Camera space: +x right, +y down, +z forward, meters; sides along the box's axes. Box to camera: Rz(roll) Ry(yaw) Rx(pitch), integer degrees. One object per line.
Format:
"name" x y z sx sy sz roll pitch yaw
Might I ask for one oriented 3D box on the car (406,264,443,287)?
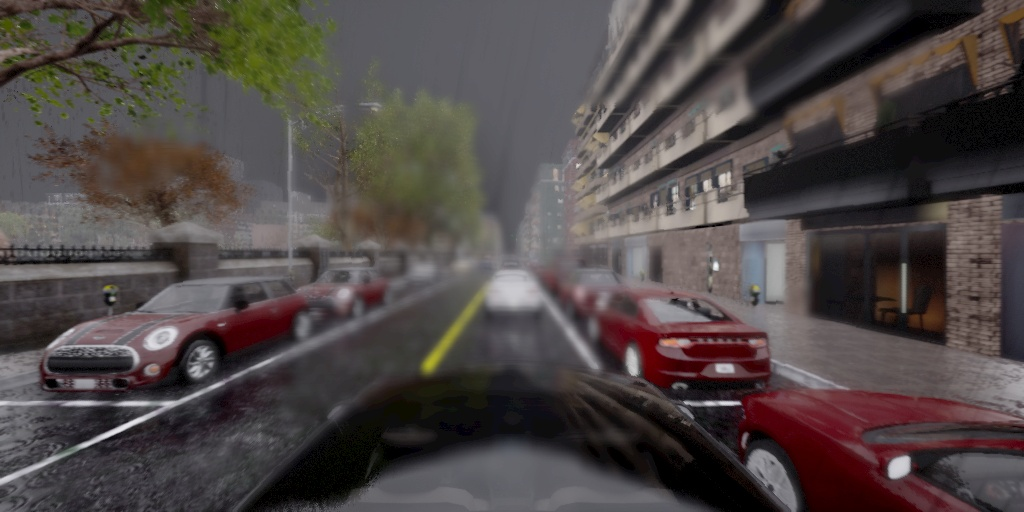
"car" -5.682 1.218 23.658 2.007 1.370 4.403 0 0 0

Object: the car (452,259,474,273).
"car" -5.677 1.134 40.378 1.751 1.417 4.829 0 0 0

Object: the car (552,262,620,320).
"car" 2.695 1.149 12.395 1.967 1.591 4.097 0 0 0

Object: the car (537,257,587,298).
"car" 2.696 1.003 18.025 2.192 1.841 5.009 0 0 0

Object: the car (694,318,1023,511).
"car" 2.691 1.297 1.135 1.888 1.381 4.507 0 0 0

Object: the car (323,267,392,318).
"car" -5.686 1.149 12.396 1.967 1.591 4.097 0 0 0

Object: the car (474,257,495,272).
"car" -3.084 1.145 44.156 2.033 1.411 5.357 0 0 0

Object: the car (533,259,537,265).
"car" 2.698 1.107 23.656 1.967 1.591 4.097 0 0 0

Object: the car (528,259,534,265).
"car" 2.703 1.049 40.546 1.967 1.591 4.097 0 0 0

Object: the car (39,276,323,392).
"car" -5.688 1.170 6.768 1.967 1.591 4.097 0 0 0

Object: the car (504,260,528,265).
"car" 0.080 1.155 28.925 1.837 1.490 4.892 0 1 0

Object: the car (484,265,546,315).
"car" 0.071 1.233 13.136 1.812 1.442 4.674 0 0 0

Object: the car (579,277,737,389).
"car" 2.693 1.276 6.766 1.888 1.381 4.507 0 0 0
